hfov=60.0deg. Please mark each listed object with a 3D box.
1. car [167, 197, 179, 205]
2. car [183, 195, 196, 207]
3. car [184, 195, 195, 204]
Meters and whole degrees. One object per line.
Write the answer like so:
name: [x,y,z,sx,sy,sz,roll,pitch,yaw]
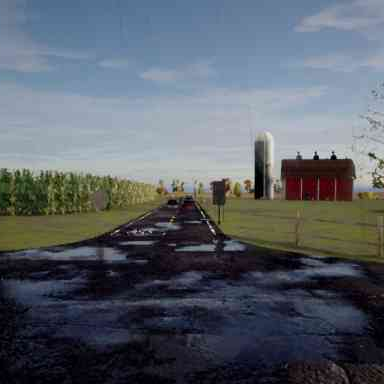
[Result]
car: [-3.225,1.595,57.716,1.994,1.385,4.181,0,0,0]
car: [-0.436,1.529,53.124,1.837,1.490,4.892,0,0,0]
car: [-0.525,1.391,63.530,2.097,1.767,4.553,0,0,-1]
